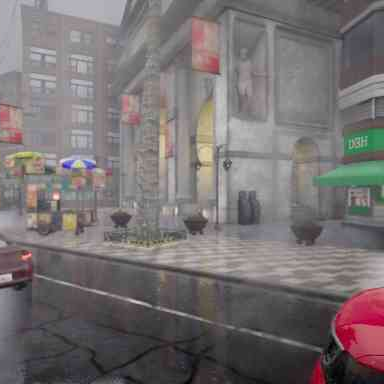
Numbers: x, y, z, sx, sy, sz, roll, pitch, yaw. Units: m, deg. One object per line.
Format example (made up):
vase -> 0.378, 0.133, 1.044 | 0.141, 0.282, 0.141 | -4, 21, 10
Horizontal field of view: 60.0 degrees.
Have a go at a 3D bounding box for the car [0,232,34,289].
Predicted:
car -> -5.544, 1.525, 7.821 | 4.674, 1.442, 1.812 | 0, 0, 35

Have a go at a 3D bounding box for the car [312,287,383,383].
car -> 3.446, 1.224, 1.426 | 5.566, 2.045, 2.150 | 0, 0, 36
